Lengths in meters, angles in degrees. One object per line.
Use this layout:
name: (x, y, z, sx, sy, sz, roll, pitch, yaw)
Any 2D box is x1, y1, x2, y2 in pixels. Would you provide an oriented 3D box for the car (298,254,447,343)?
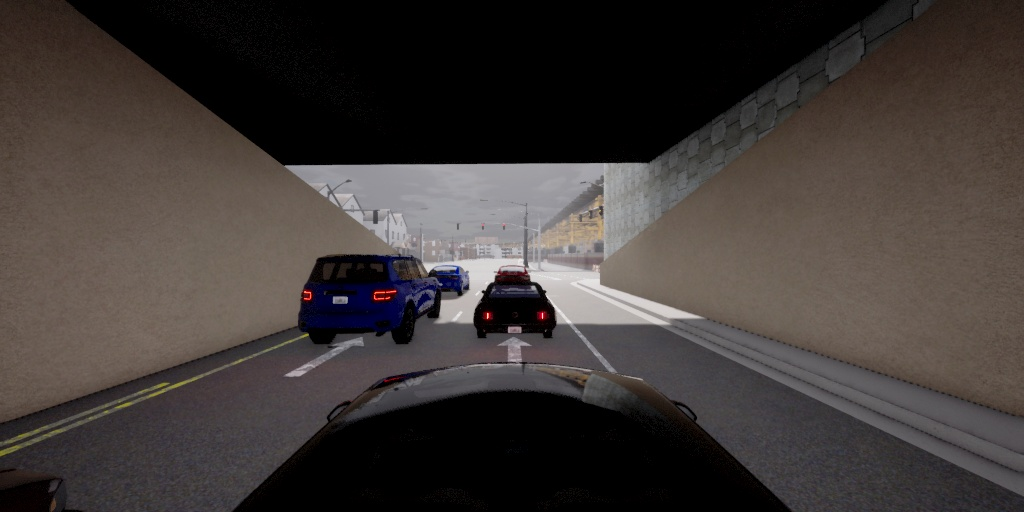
car: (-3.435, 0.971, 9.815, 2.150, 2.045, 5.566, 0, 0, 0)

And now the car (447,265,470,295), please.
car: (-3.480, 1.228, 19.752, 1.882, 1.535, 5.008, 0, 0, 0)

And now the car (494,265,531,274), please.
car: (0.021, 1.228, 19.500, 1.882, 1.535, 5.008, 0, 0, 0)

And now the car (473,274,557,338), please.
car: (0.061, 1.351, 10.163, 1.895, 1.301, 4.718, 0, 0, 0)
